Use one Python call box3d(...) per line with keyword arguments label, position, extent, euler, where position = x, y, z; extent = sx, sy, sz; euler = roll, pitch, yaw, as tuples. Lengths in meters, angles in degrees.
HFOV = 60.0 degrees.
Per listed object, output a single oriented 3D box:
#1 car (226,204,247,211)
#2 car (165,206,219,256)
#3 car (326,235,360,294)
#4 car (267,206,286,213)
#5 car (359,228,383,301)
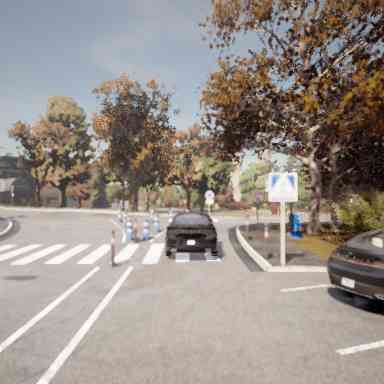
box3d(label="car", position=(10.459, 3.593, 78.101), extent=(5.008, 1.535, 1.882), euler=(0, -1, 31))
box3d(label="car", position=(0.046, 1.530, 13.462), extent=(1.882, 1.535, 5.008), euler=(0, 0, 2))
box3d(label="car", position=(5.281, 1.521, 7.313), extent=(4.892, 1.521, 2.231), euler=(1, -1, -21))
box3d(label="car", position=(17.884, 3.604, 70.180), extent=(1.994, 1.385, 4.181), euler=(0, -1, -32))
box3d(label="car", position=(5.342, 1.258, 4.354), extent=(5.566, 2.045, 2.435), euler=(1, -1, -21))
